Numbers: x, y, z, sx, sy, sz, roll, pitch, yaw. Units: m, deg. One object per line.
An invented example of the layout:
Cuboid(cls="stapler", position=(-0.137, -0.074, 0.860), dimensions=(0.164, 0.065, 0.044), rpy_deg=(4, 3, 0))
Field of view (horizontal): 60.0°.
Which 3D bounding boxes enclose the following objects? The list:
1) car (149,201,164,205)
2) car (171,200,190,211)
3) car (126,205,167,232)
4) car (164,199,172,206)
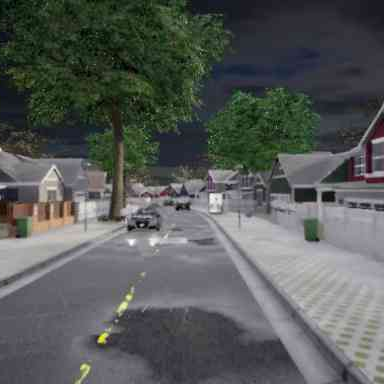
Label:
Cuboid(cls="car", position=(-6.912, 2.230, 61.603), dimensions=(1.895, 1.301, 4.718), rpy_deg=(0, -1, -12))
Cuboid(cls="car", position=(-1.510, 1.931, 48.552), dimensions=(1.882, 1.535, 5.008), rpy_deg=(0, -1, -9))
Cuboid(cls="car", position=(-2.897, 1.735, 21.257), dimensions=(1.994, 1.385, 4.181), rpy_deg=(0, -1, 0))
Cuboid(cls="car", position=(-4.733, 2.181, 65.775), dimensions=(1.837, 1.490, 4.892), rpy_deg=(1, -2, -16))
